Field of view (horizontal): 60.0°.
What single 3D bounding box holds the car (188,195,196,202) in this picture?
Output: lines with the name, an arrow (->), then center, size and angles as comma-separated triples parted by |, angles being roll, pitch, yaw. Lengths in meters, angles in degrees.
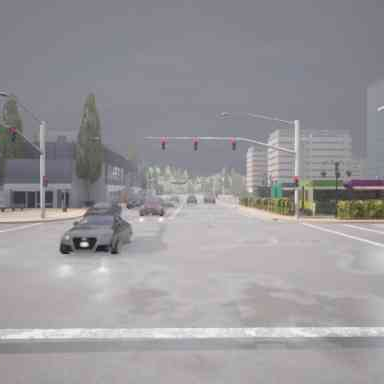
car -> -0.018, 1.372, 73.979 | 1.837, 1.490, 4.892 | 0, 0, 0

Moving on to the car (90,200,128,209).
car -> -7.349, 1.547, 28.384 | 2.033, 1.411, 5.357 | 0, 0, 4

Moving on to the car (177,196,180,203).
car -> -3.517, 1.534, 68.264 | 1.837, 1.490, 4.892 | 0, 0, 0

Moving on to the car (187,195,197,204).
car -> -0.016, 1.491, 63.705 | 2.128, 1.511, 4.902 | 0, 0, 0

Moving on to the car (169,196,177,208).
car -> -3.610, 1.600, 48.060 | 1.895, 1.301, 4.718 | 0, 0, 0

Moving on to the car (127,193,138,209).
car -> -7.111, 1.221, 43.654 | 2.150, 2.045, 5.566 | 0, 0, 0

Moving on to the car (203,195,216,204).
car -> 3.484, 1.491, 63.706 | 2.128, 1.511, 4.902 | 0, 0, 0

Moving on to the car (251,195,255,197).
car -> 17.748, 1.153, 86.877 | 4.605, 1.855, 1.932 | 0, 0, -2

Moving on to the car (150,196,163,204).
car -> -7.029, 1.492, 66.919 | 2.128, 1.511, 4.902 | 0, 0, 0

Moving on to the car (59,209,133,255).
car -> -3.603, 1.564, 13.140 | 1.994, 1.385, 4.181 | 0, 0, 0

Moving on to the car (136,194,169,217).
car -> -3.608, 1.352, 31.052 | 2.097, 1.767, 4.553 | 0, 0, 0

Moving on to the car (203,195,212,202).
car -> 3.482, 1.397, 73.981 | 1.812, 1.442, 4.674 | 0, 0, 0
